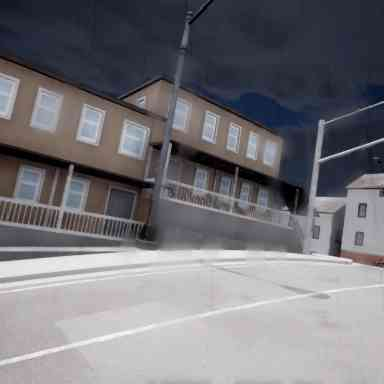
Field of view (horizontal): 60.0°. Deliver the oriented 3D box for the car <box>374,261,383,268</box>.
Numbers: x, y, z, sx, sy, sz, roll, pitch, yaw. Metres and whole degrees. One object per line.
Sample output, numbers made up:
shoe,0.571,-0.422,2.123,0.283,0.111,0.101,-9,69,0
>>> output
car,17.440,6.072,27.477,1.994,1.385,4.181,15,-14,-34
